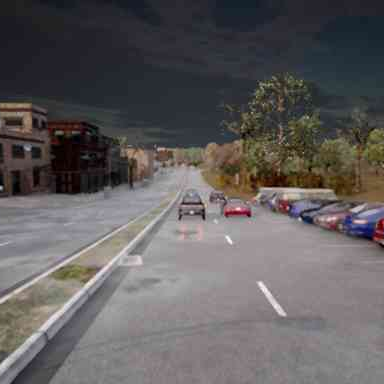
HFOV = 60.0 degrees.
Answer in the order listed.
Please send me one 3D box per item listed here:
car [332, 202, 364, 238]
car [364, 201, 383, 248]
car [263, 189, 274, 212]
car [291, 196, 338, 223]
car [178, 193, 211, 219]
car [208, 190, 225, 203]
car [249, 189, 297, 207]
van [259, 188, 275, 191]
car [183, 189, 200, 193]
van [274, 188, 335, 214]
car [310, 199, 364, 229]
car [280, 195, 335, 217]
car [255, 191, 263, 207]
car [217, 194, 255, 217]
[{"bbox_3d":[8.726,1.300,13.887,4.674,1.452,2.002,0,1,0],"label":"car"},{"bbox_3d":[8.710,1.187,11.123,4.553,1.767,2.185,0,1,0],"label":"car"},{"bbox_3d":[8.639,0.830,27.782,4.553,1.767,2.185,0,2,0],"label":"car"},{"bbox_3d":[8.676,1.181,19.398,4.792,1.488,2.163,0,1,0],"label":"car"},{"bbox_3d":[-0.010,1.062,23.964,2.128,1.511,4.902,0,1,0],"label":"car"},{"bbox_3d":[3.167,0.533,42.401,1.837,1.490,4.892,0,2,0],"label":"car"},{"bbox_3d":[8.665,0.600,35.917,4.553,1.767,2.185,0,2,0],"label":"car"},{"bbox_3d":[8.530,0.584,33.162,4.442,1.987,1.878,0,2,0],"label":"van"},{"bbox_3d":[-0.083,0.380,42.315,2.097,1.767,4.553,0,2,0],"label":"car"},{"bbox_3d":[8.799,0.800,24.896,4.442,1.987,1.878,0,1,0],"label":"van"},{"bbox_3d":[8.720,1.247,16.641,4.674,1.452,2.002,0,1,0],"label":"car"},{"bbox_3d":[8.723,1.118,22.150,4.792,1.488,2.163,0,1,0],"label":"car"},{"bbox_3d":[8.653,0.887,30.412,4.892,1.521,2.231,0,2,0],"label":"car"},{"bbox_3d":[3.236,1.103,25.292,1.994,1.385,4.181,0,1,0],"label":"car"}]
